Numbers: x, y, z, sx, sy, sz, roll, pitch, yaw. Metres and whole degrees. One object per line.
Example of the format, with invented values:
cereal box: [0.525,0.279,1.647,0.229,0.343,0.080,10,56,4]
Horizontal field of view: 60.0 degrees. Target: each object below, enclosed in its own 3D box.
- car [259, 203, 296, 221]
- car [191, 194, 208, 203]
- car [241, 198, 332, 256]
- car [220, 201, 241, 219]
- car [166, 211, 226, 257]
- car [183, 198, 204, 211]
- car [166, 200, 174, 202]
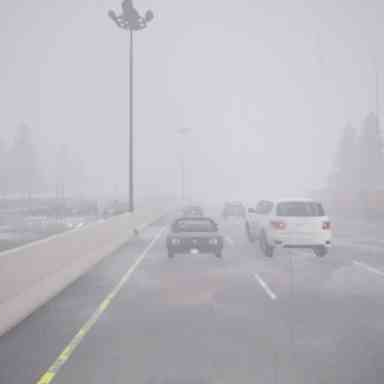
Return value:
car: [7.108,1.634,28.118,1.895,1.301,4.718,0,0,1]
car: [1.642,1.425,70.877,2.097,1.767,4.553,0,0,23]
car: [3.591,1.237,13.323,2.150,2.045,5.566,0,0,0]
car: [3.641,1.526,29.718,2.128,1.511,4.902,0,0,1]
car: [0.091,1.616,12.917,1.895,1.301,4.718,0,0,0]
car: [0.147,1.561,30.716,1.812,1.442,4.674,0,0,1]
car: [-5.560,1.304,71.828,2.150,2.045,5.566,0,0,20]
